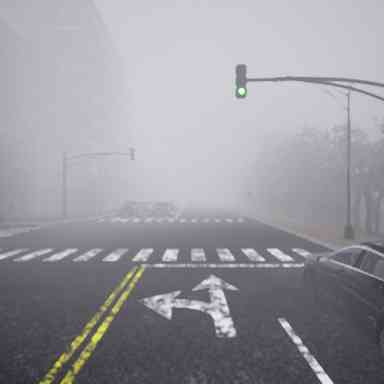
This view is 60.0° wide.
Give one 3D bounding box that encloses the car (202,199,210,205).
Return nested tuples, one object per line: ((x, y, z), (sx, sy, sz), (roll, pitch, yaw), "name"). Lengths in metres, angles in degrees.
((3.213, 2.249, 77.542), (1.882, 1.535, 5.008), (0, -1, 0), "car")

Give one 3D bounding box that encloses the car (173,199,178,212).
((-3.363, 2.008, 45.604), (1.994, 1.385, 4.181), (0, -1, 1), "car")

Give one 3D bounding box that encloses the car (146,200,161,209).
((-6.609, 2.116, 57.825), (2.033, 1.411, 5.357), (0, -1, 0), "car")

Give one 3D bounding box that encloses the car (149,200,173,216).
((-3.356, 1.882, 36.853), (1.812, 1.442, 4.674), (0, -1, -1), "car")

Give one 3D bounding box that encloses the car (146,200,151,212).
((-6.621, 1.990, 45.476), (2.033, 1.411, 5.357), (0, -1, 0), "car")

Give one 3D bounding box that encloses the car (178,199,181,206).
((-3.363, 2.023, 55.559), (1.882, 1.535, 5.008), (0, 0, 1), "car")

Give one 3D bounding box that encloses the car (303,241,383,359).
((3.347, 1.545, 5.413), (2.128, 1.511, 4.902), (0, 0, 0), "car")

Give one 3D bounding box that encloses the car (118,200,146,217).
((-6.618, 1.701, 36.049), (2.097, 1.767, 4.553), (0, -1, 0), "car")

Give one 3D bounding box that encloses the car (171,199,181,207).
((-3.284, 2.181, 68.620), (1.837, 1.490, 4.892), (0, -1, 0), "car")

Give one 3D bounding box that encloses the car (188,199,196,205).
((-0.035, 2.366, 77.468), (1.895, 1.301, 4.718), (0, -1, 0), "car")
